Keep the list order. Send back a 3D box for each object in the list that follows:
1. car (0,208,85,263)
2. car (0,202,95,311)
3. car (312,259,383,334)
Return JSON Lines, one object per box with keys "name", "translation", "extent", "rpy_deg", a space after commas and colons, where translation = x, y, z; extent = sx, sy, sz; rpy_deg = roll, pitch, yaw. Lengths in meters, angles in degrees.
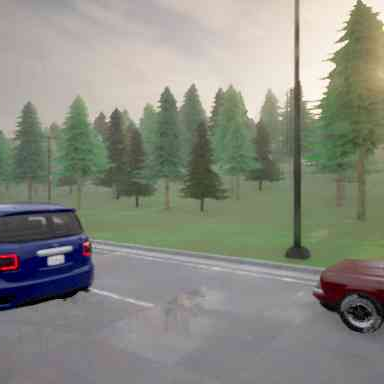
{"name": "car", "translation": [-6.512, 1.503, 12.915], "extent": [5.008, 1.535, 1.882], "rpy_deg": [0, 0, 35]}
{"name": "car", "translation": [-4.496, 1.239, 7.192], "extent": [5.566, 2.045, 2.150], "rpy_deg": [0, 0, 35]}
{"name": "car", "translation": [4.429, 1.599, 5.092], "extent": [4.718, 1.301, 1.895], "rpy_deg": [0, 0, 36]}
